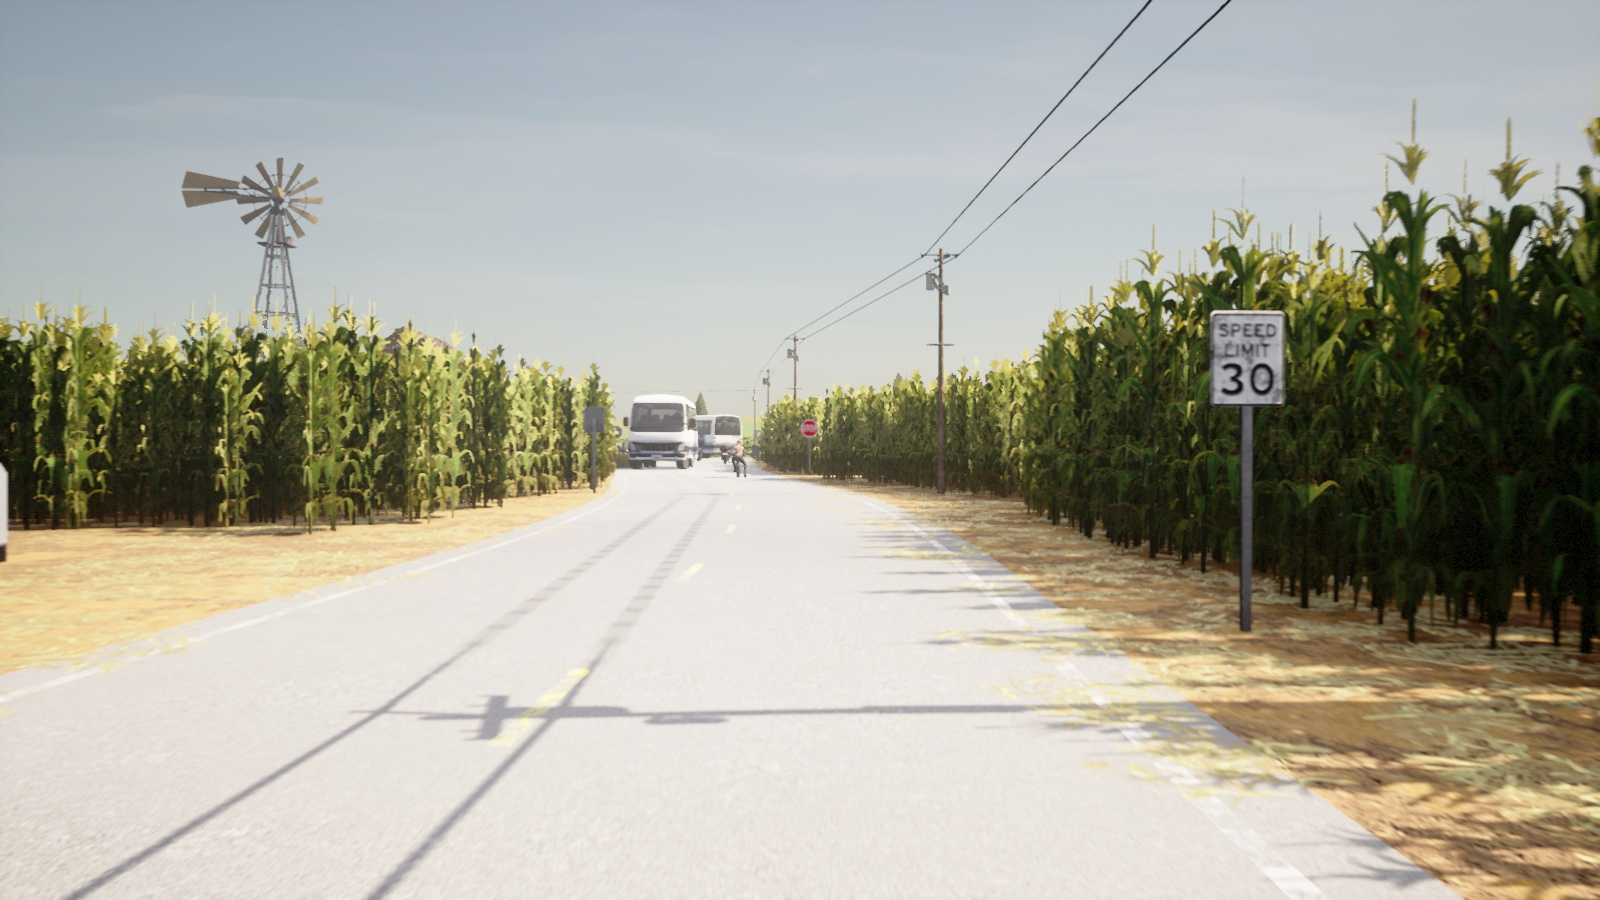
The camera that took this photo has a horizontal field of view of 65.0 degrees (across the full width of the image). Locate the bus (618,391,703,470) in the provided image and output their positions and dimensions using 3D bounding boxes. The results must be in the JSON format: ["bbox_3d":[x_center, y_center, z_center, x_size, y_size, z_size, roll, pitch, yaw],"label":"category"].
[{"bbox_3d":[-7.994,-1.051,73.530,3.944,4.253,10.273,1,0,-1],"label":"bus"}]
